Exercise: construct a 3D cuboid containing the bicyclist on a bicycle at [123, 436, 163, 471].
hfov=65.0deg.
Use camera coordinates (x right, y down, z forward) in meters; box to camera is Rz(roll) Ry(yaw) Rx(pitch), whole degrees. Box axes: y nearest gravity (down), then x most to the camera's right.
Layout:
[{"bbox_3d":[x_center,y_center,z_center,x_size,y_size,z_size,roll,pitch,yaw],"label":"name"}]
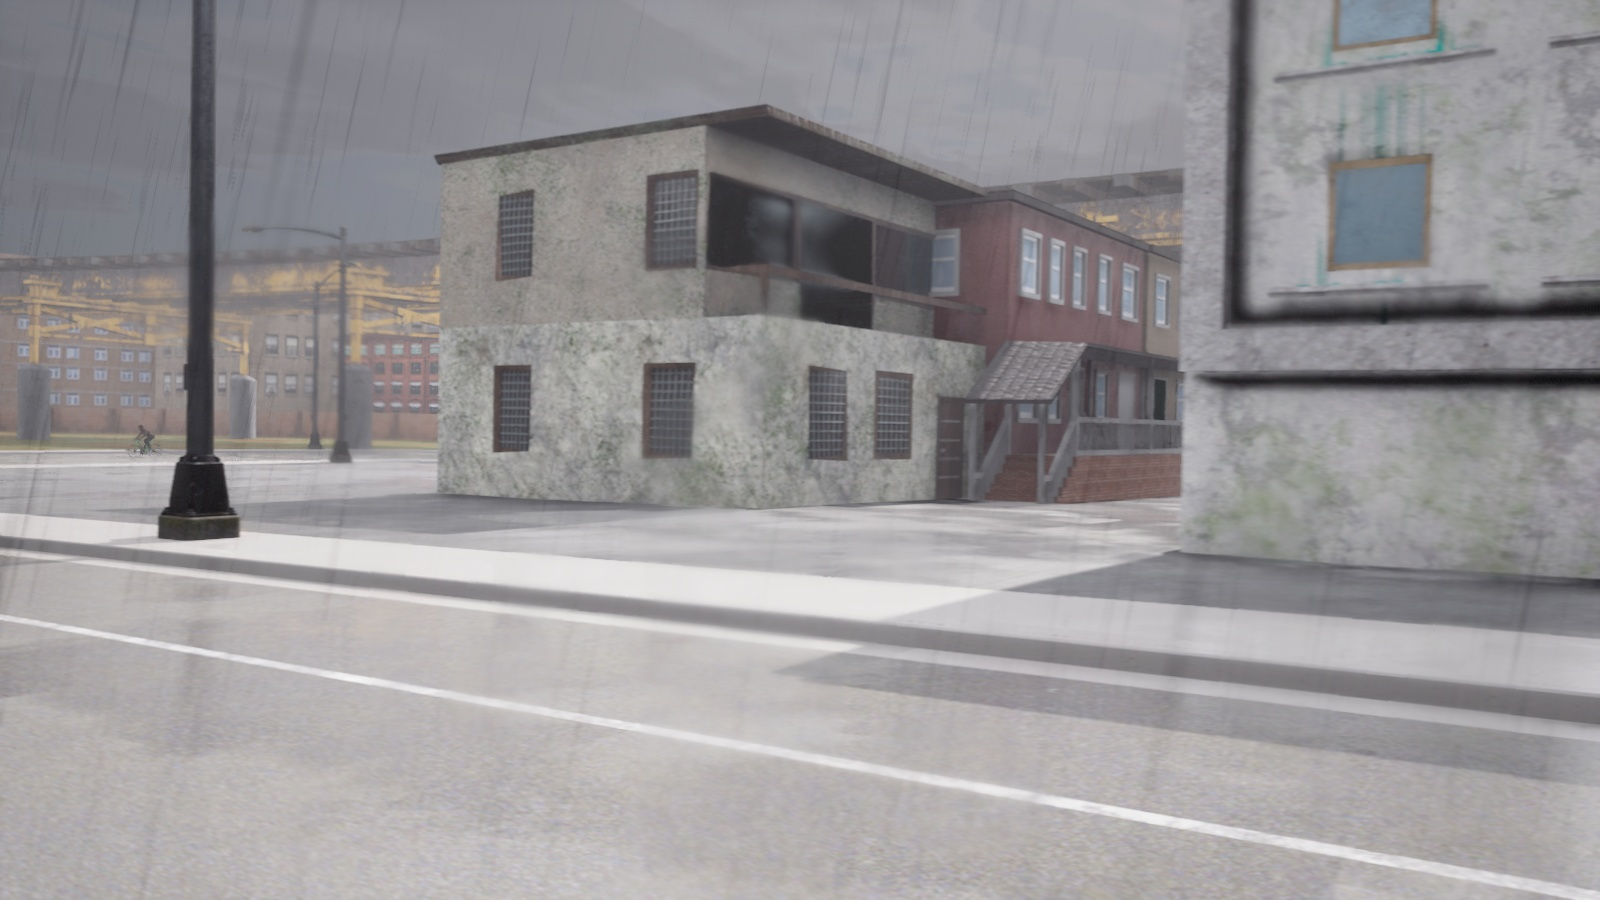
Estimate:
[{"bbox_3d":[-32.030,0.158,61.257,0.582,1.620,1.656,1,2,33],"label":"bicyclist on a bicycle"}]
